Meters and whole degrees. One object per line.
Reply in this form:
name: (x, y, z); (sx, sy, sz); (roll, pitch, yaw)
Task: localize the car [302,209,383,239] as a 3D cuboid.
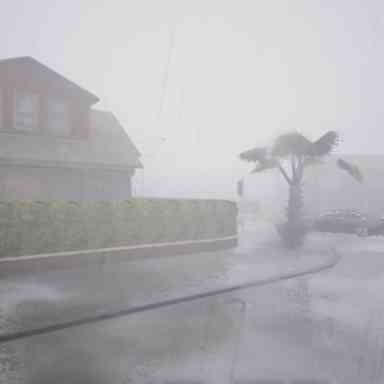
car: (8.406, 1.703, 18.607); (2.128, 1.511, 4.902); (-2, 1, -42)
